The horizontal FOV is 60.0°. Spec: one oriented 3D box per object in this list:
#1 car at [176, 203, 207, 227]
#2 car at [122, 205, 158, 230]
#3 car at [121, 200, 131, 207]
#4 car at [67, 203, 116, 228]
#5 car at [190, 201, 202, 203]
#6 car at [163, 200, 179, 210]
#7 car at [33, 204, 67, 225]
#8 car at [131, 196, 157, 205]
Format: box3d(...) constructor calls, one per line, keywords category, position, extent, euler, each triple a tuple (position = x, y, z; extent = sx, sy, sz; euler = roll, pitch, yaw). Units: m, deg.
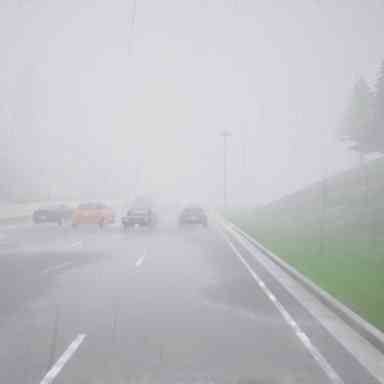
box3d(category="car", position=(0.099, 1.751, 24.692), extent=(1.994, 1.385, 4.181), euler=(0, 0, 0))
box3d(category="car", position=(-3.403, 1.773, 22.692), extent=(1.895, 1.301, 4.718), euler=(0, 0, 0))
box3d(category="car", position=(-9.462, 1.958, 52.065), extent=(1.994, 1.385, 4.181), euler=(0, 0, 10))
box3d(category="car", position=(-6.903, 1.533, 23.880), extent=(2.097, 1.767, 4.553), euler=(0, 0, 0))
box3d(category="car", position=(0.642, 1.966, 48.402), extent=(1.895, 1.301, 4.718), euler=(0, 0, 9))
box3d(category="car", position=(-2.929, 1.889, 48.169), extent=(1.812, 1.442, 4.674), euler=(0, 0, 8))
box3d(category="car", position=(-10.403, 1.673, 25.738), extent=(1.882, 1.535, 5.008), euler=(0, 0, 0))
box3d(category="car", position=(-6.563, 1.583, 47.627), extent=(2.150, 2.045, 5.566), euler=(0, 0, 7))
